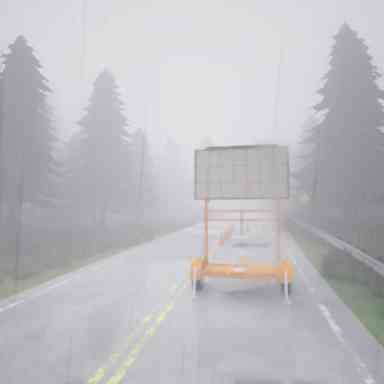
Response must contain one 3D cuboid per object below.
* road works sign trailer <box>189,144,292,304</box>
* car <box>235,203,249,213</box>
[{"bbox_3d":[1.291,0.596,8.634,2.380,3.560,2.880,-1,-1,12],"label":"road works sign trailer"},{"bbox_3d":[7.435,2.366,49.619,2.033,1.411,5.357,0,-1,7],"label":"car"}]
